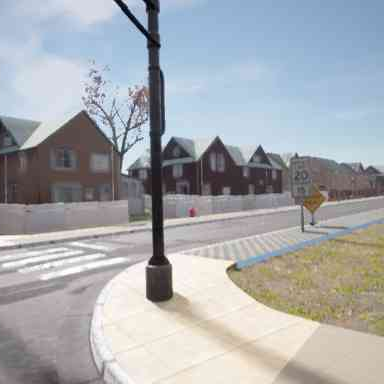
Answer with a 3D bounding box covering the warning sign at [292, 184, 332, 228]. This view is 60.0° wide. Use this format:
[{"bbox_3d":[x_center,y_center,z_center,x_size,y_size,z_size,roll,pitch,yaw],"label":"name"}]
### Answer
[{"bbox_3d":[5.394,0.609,14.918,1.300,1.860,1.060,-3,-2,42],"label":"warning sign"}]
